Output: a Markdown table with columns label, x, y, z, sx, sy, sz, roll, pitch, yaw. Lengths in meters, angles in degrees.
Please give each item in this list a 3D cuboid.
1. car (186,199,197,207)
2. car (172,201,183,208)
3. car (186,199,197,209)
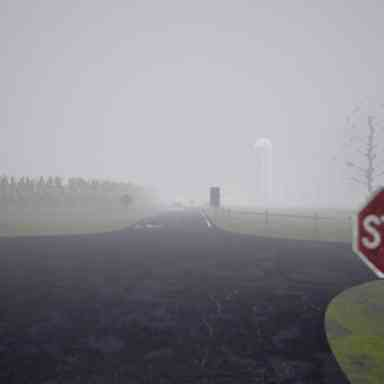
| label | x | y | z | sx | sy | sz | roll | pitch | yaw |
| --- | --- | --- | --- | --- | --- | --- | --- | --- | --- |
| car | -0.068 | 2.301 | 69.884 | 2.128 | 1.511 | 4.902 | 0 | -1 | 0 |
| car | -2.810 | 2.374 | 64.029 | 1.895 | 1.301 | 4.718 | 0 | -1 | 0 |
| car | -0.055 | 2.192 | 59.466 | 1.882 | 1.535 | 5.008 | 0 | -1 | 0 |
